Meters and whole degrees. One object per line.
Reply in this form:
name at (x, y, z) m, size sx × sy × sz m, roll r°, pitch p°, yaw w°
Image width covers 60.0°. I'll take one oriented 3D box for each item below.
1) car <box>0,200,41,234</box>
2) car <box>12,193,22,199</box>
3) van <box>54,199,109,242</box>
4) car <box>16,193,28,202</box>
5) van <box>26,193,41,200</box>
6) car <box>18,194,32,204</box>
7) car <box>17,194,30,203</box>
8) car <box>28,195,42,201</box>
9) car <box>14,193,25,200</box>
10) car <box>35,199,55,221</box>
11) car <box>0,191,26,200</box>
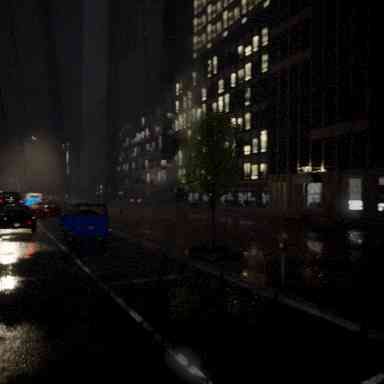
car at (-9.579, 1.383, 18.136) m, size 1.812 × 1.442 × 4.674 m, roll 1°, pitch 0°, yaw -29°
car at (-43.907, 0.912, 83.524) m, size 2.008 × 1.369 × 4.403 m, roll 2°, pitch -1°, yaw -30°
van at (-5.212, 1.278, 15.828) m, size 1.690 × 1.788 × 3.998 m, roll 2°, pitch -1°, yaw -30°
car at (-32.850, 0.963, 64.182) m, size 1.967 × 1.590 × 4.097 m, roll 2°, pitch -1°, yaw -30°
van at (-19.030, 1.069, 40.006) m, size 1.690 × 1.788 × 3.998 m, roll 2°, pitch -1°, yaw -30°
car at (-27.410, 1.129, 54.657) m, size 1.752 × 1.417 × 4.829 m, roll 2°, pitch -1°, yaw -30°
car at (-30.090, 1.109, 59.345) m, size 1.887 × 1.381 × 4.507 m, roll 2°, pitch -1°, yaw -30°
car at (-13.592, 1.335, 30.479) m, size 1.752 × 1.417 × 4.829 m, roll 2°, pitch -1°, yaw -30°
car at (-38.380, 0.987, 73.853) m, size 1.887 × 1.381 × 4.507 m, roll 2°, pitch -1°, yaw -30°
car at (-10.746, 1.435, 25.496) m, size 1.802 × 1.307 × 4.206 m, roll 2°, pitch -1°, yaw -30°
car at (-17.871, 0.955, 32.667) m, size 2.150 × 2.045 × 5.566 m, roll 1°, pitch 0°, yaw -29°
